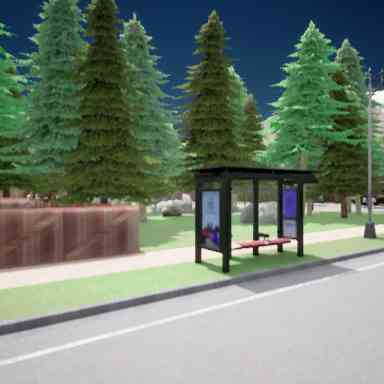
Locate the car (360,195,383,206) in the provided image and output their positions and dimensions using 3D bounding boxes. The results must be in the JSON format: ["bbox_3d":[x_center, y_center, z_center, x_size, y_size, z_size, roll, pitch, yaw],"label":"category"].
[{"bbox_3d":[27.598,1.128,49.988,4.605,1.855,1.932,0,0,-37],"label":"car"}]

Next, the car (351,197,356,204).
[{"bbox_3d":[25.780,1.130,51.767,3.866,1.878,1.905,0,0,-37],"label":"car"}]

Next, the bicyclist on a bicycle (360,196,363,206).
[{"bbox_3d":[23.436,1.238,46.449,1.656,1.620,0.582,0,0,-37],"label":"bicyclist on a bicycle"}]
